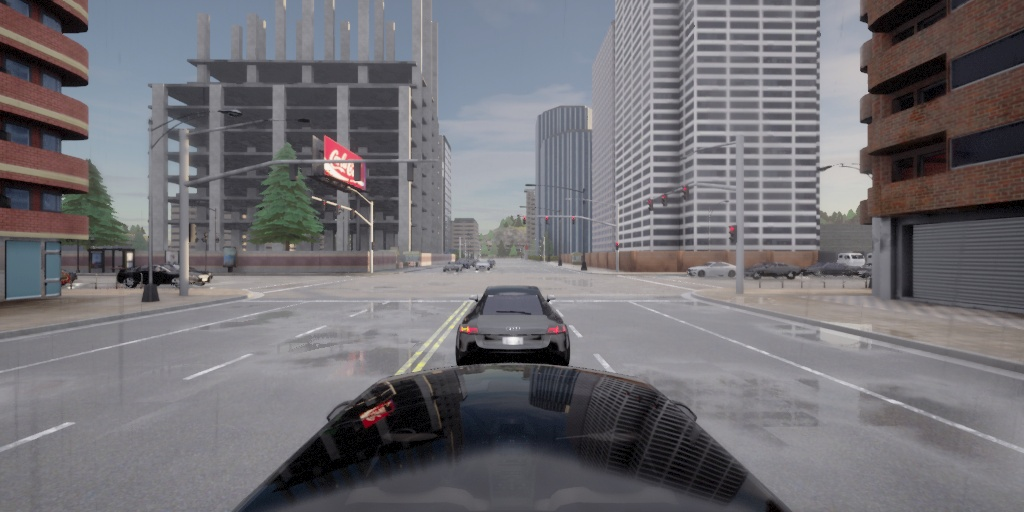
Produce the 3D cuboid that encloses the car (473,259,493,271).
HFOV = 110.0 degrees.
[{"bbox_3d":[-4.034,1.271,49.973,1.812,1.442,4.674,0,0,-1],"label":"car"}]

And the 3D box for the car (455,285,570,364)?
[{"bbox_3d":[0.011,1.313,7.691,1.994,1.385,4.181,0,0,0],"label":"car"}]

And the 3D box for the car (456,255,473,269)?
[{"bbox_3d":[-7.588,1.097,54.927,2.097,1.767,4.553,0,0,0],"label":"car"}]

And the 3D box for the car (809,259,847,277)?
[{"bbox_3d":[30.138,1.294,34.252,5.357,1.411,2.033,0,0,-1],"label":"car"}]

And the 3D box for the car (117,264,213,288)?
[{"bbox_3d":[-22.011,1.239,22.787,4.902,1.511,2.128,0,0,-1],"label":"car"}]

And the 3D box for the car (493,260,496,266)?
[{"bbox_3d":[-4.113,1.345,59.010,1.895,1.301,4.718,0,0,-1],"label":"car"}]

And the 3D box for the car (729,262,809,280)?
[{"bbox_3d":[21.853,1.239,30.638,4.902,1.511,2.128,0,0,-1],"label":"car"}]

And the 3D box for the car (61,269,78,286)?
[{"bbox_3d":[-31.113,1.100,22.657,4.553,1.767,2.097,0,0,-1],"label":"car"}]

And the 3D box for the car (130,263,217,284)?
[{"bbox_3d":[-24.691,1.273,26.270,4.674,1.442,1.812,0,0,-1],"label":"car"}]

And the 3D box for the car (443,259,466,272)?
[{"bbox_3d":[-7.523,1.347,45.821,1.895,1.301,4.718,0,0,0],"label":"car"}]

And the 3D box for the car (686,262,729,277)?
[{"bbox_3d":[19.089,1.273,34.078,4.674,1.442,1.812,0,0,-1],"label":"car"}]

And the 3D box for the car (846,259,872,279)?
[{"bbox_3d":[32.359,1.239,30.776,4.902,1.511,2.128,0,0,-1],"label":"car"}]
